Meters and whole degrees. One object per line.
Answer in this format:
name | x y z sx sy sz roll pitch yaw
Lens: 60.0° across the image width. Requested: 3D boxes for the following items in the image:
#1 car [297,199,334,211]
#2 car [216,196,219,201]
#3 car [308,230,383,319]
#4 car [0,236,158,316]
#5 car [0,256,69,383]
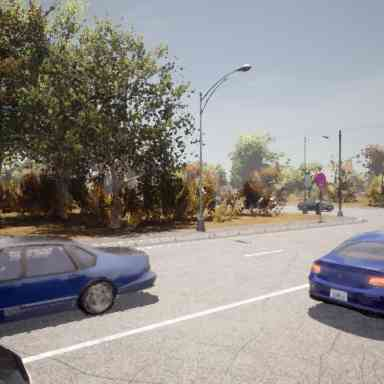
car | 14.613 1.564 39.458 1.994 1.385 4.181 0 0 -32
car | 3.980 1.459 56.278 1.812 1.442 4.674 0 1 -32
car | 4.283 1.526 6.809 4.674 1.442 1.812 0 0 -36
car | -3.285 1.547 5.957 5.357 1.411 2.033 0 0 -35
car | -3.315 1.492 1.381 4.902 1.511 2.128 0 0 -36
